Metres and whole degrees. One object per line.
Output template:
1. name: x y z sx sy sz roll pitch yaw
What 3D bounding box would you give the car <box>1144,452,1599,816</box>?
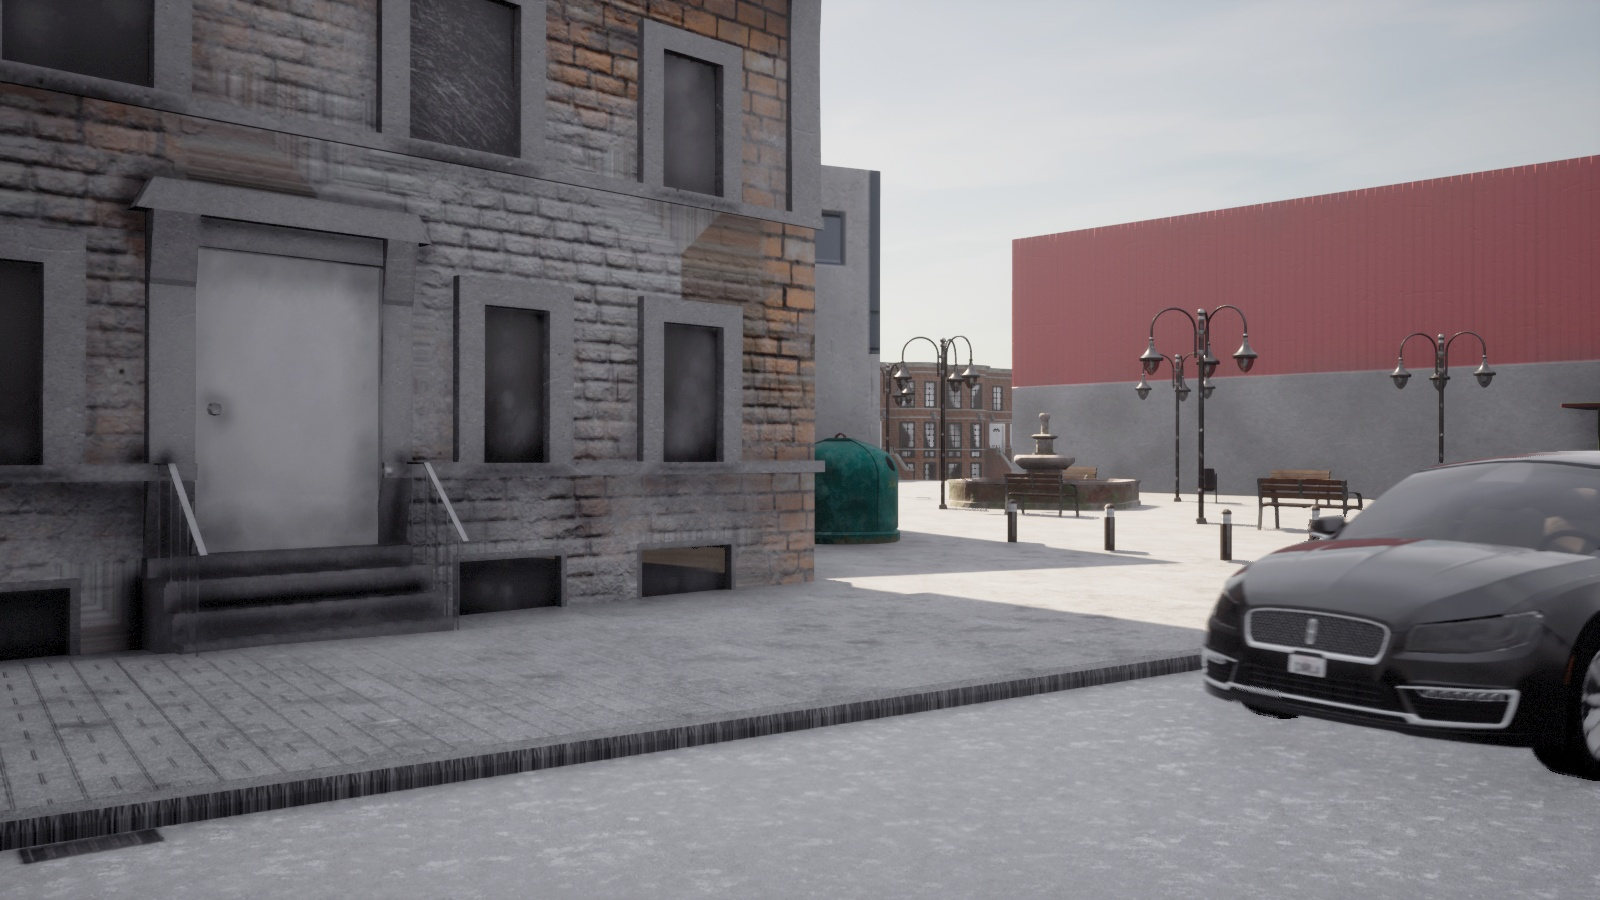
1. car: 4.362 0.758 7.305 4.892 1.490 1.837 0 0 -35
